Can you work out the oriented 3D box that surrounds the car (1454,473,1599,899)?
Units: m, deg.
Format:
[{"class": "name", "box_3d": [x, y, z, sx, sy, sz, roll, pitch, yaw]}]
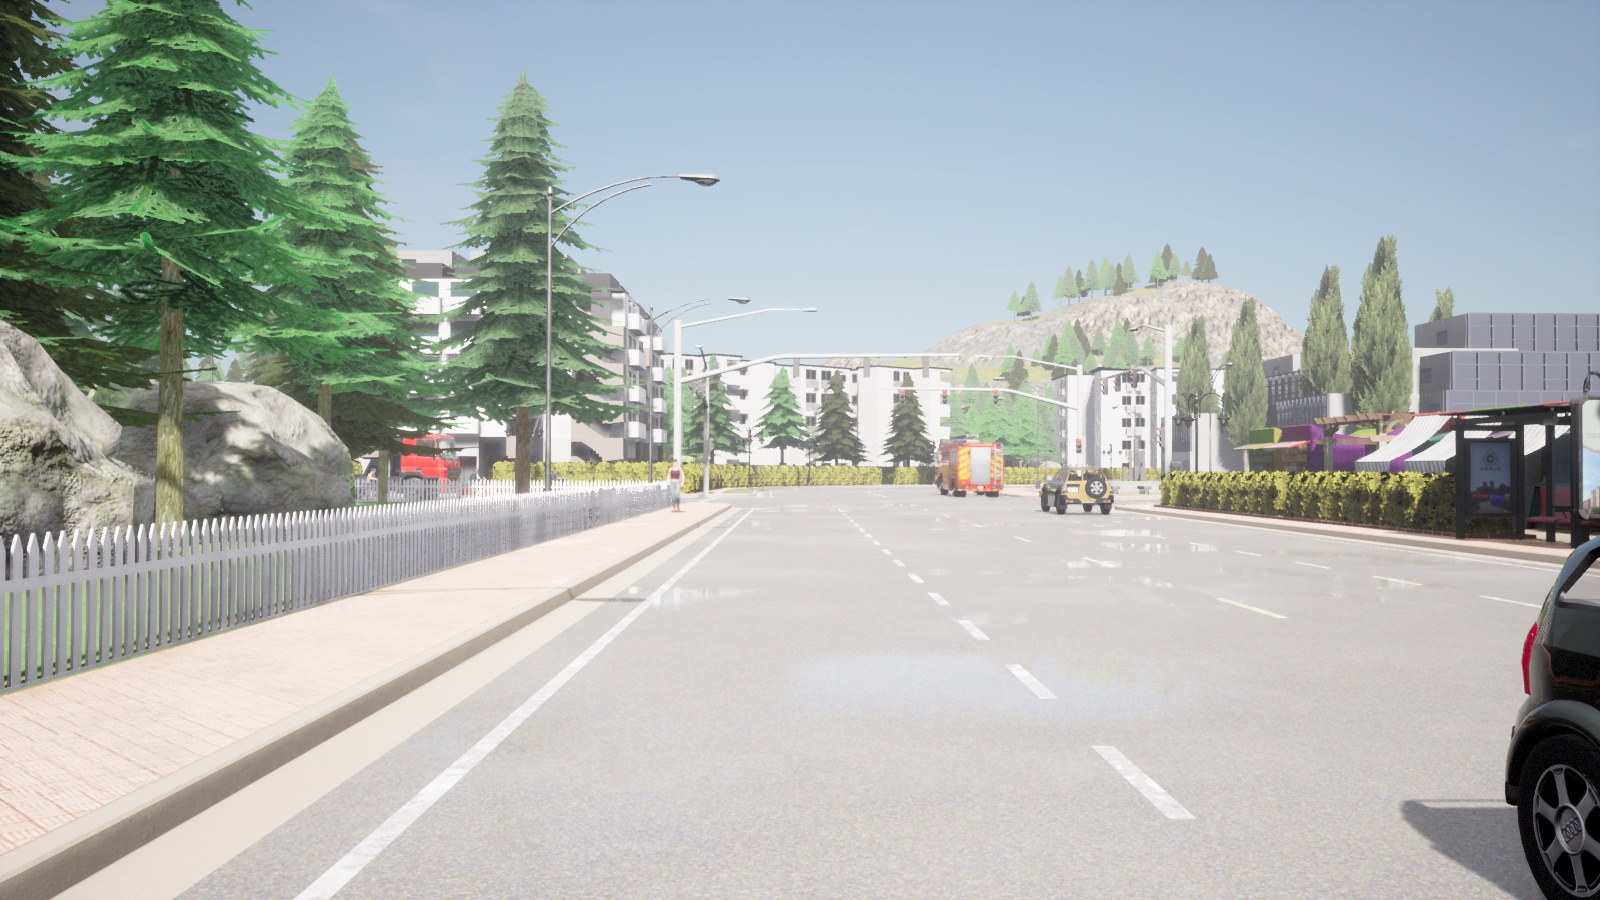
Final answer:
[{"class": "car", "box_3d": [3.491, 0.831, 3.102, 1.789, 1.549, 3.705, 0, -1, 0]}]

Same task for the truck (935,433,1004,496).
[{"class": "truck", "box_3d": [10.744, 0.948, 80.538, 2.891, 3.827, 8.468, 0, -1, -3]}]

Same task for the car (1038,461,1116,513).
[{"class": "car", "box_3d": [10.378, 1.378, 47.347, 1.932, 1.855, 4.605, 0, -1, 0]}]

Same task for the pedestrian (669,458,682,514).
[{"class": "pedestrian", "box_3d": [-4.101, 1.179, 41.428, 0.345, 1.836, 0.594, 0, -1, 0]}]

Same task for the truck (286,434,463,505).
[{"class": "truck", "box_3d": [-21.319, 0.971, 63.232, 7.936, 3.462, 2.891, 0, -1, 1]}]
